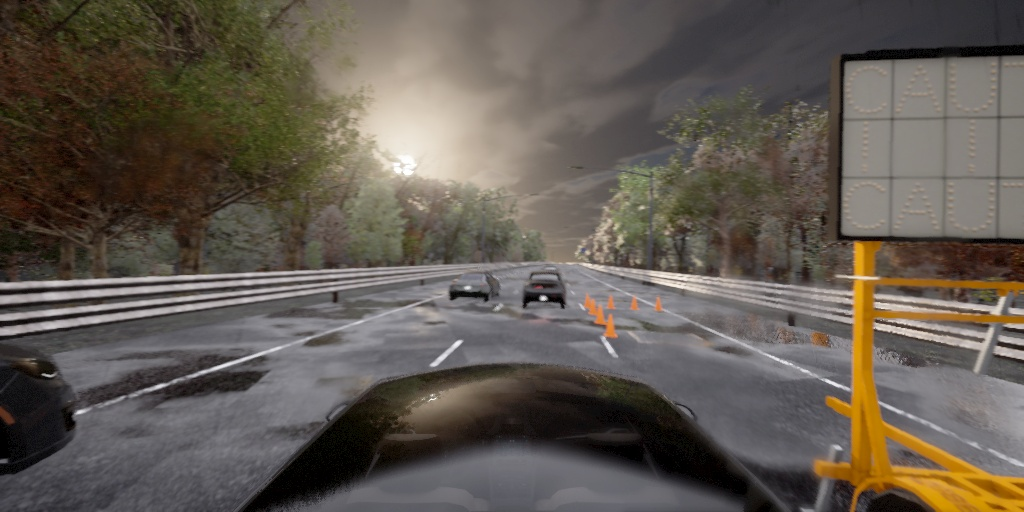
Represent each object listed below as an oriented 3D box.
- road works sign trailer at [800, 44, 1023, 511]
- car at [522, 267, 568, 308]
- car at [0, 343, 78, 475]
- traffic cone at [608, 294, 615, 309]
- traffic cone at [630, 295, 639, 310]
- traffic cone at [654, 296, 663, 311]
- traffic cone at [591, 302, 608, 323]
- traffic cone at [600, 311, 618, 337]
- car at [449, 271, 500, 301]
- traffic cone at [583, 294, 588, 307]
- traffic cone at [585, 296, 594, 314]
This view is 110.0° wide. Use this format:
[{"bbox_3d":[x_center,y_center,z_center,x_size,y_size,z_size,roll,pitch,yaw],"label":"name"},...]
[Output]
[{"bbox_3d":[3.417,0.320,2.628,2.380,3.560,2.880,0,0,7],"label":"road works sign trailer"},{"bbox_3d":[1.529,1.456,16.689,1.837,1.490,4.892,2,-1,6],"label":"car"},{"bbox_3d":[-3.805,0.674,0.180,1.837,1.490,4.892,-5,-2,6],"label":"car"},{"bbox_3d":[4.292,1.972,15.612,0.340,0.580,0.340,0,0,6],"label":"traffic cone"},{"bbox_3d":[5.285,1.999,15.507,0.340,0.580,0.340,0,0,6],"label":"traffic cone"},{"bbox_3d":[6.280,2.026,15.402,0.340,0.580,0.340,0,0,6],"label":"traffic cone"},{"bbox_3d":[2.877,1.893,11.740,0.340,0.580,0.340,0,0,6],"label":"traffic cone"},{"bbox_3d":[2.667,1.866,9.751,0.340,0.580,0.340,0,0,6],"label":"traffic cone"},{"bbox_3d":[-1.799,1.440,18.275,1.994,1.385,4.181,2,0,6],"label":"car"},{"bbox_3d":[3.298,1.946,15.717,0.340,0.580,0.340,0,0,6],"label":"traffic cone"},{"bbox_3d":[3.088,1.919,13.729,0.340,0.580,0.340,0,0,6],"label":"traffic cone"}]
